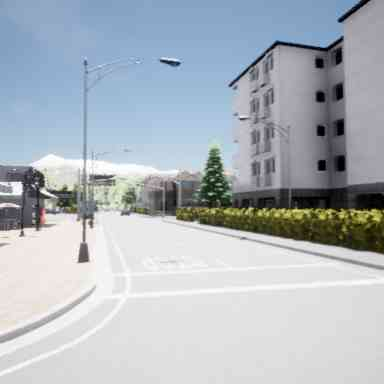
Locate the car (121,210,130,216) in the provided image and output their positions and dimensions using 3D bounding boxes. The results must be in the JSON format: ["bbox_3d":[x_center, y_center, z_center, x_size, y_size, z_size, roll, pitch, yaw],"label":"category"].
[{"bbox_3d":[-16.013,4.966,80.170,1.994,1.385,4.181,0,-3,-16],"label":"car"}]
